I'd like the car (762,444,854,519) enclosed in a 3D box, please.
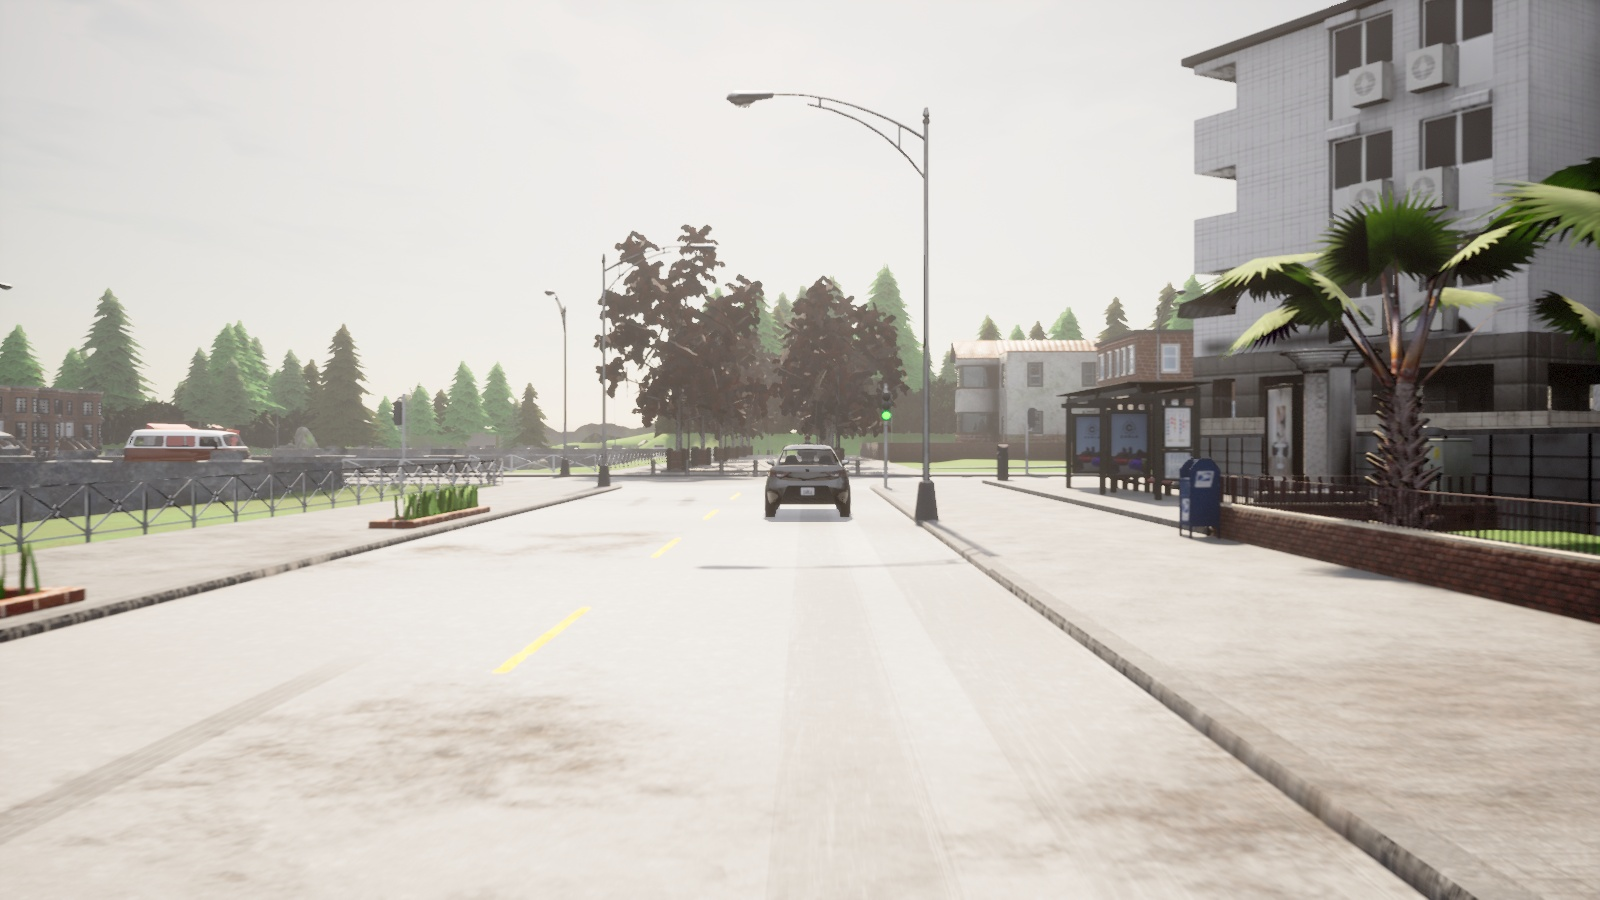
[{"bbox_3d":[0.169,0.609,26.819,1.816,1.474,4.193,0,0,0],"label":"car"}]

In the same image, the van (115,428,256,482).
[{"bbox_3d":[-23.890,0.175,48.912,4.480,2.038,2.069,0,0,0],"label":"van"}]
